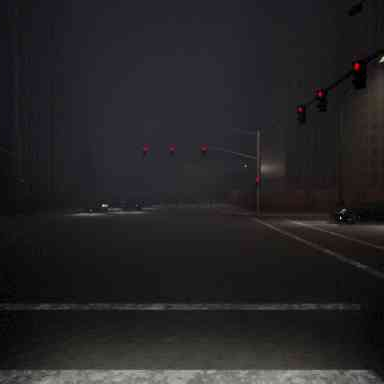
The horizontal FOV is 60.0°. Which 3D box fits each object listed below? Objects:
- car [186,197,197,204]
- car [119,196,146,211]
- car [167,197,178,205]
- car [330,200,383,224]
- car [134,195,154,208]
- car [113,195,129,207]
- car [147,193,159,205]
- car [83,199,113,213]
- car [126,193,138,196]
[{"bbox_3d":[-0.134,1.564,64.902,1.994,1.385,4.181,0,0,0],"label":"car"},{"bbox_3d":[-7.163,1.526,40.501,1.812,1.442,4.674,0,0,-1],"label":"car"},{"bbox_3d":[-3.528,1.547,60.271,2.033,1.411,5.357,0,0,0],"label":"car"},{"bbox_3d":[12.364,1.352,23.844,4.553,1.767,2.097,0,0,0],"label":"car"},{"bbox_3d":[-7.193,1.526,49.595,1.812,1.442,4.674,0,0,0],"label":"car"},{"bbox_3d":[-10.695,1.547,47.582,2.033,1.411,5.357,0,0,0],"label":"car"},{"bbox_3d":[-7.168,1.221,60.122,2.150,2.045,5.566,0,0,1],"label":"car"},{"bbox_3d":[-10.713,1.547,37.507,2.033,1.411,5.357,0,0,-3],"label":"car"},{"bbox_3d":[-10.678,1.221,58.272,2.150,2.045,5.566,0,0,0],"label":"car"}]
